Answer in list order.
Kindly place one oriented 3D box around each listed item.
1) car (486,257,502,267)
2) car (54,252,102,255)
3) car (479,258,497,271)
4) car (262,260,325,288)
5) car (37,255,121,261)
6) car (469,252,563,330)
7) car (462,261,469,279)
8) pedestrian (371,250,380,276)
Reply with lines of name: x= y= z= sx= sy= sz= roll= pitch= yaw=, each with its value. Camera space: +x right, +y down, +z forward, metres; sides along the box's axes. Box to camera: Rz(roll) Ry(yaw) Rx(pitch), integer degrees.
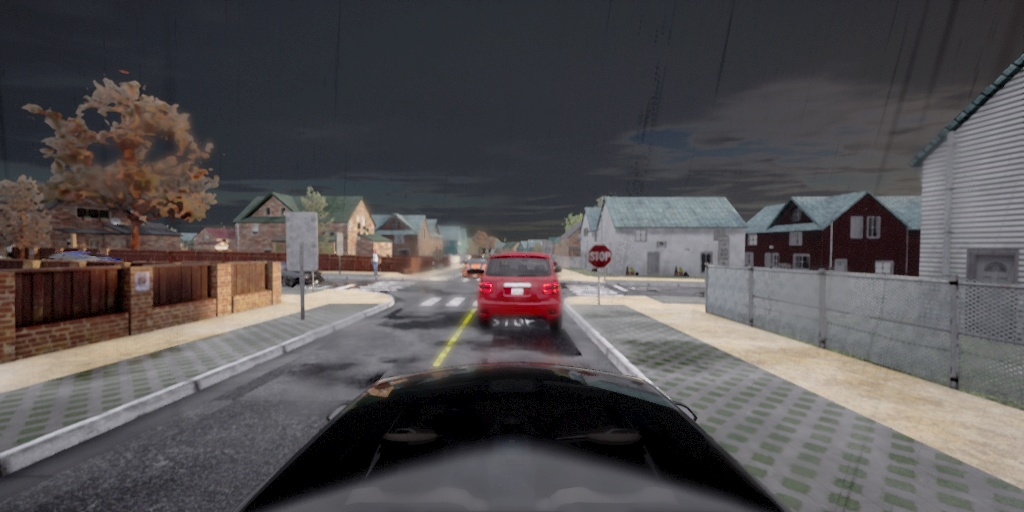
car: x=-2.659 y=0.898 z=53.591 sx=2.033 sy=1.411 sz=5.357 roll=0 pitch=0 yaw=1
car: x=-27.913 y=0.488 z=22.803 sx=5.008 sy=1.535 sz=1.882 roll=1 pitch=2 yaw=1
car: x=-2.733 y=0.951 z=41.829 sx=1.837 sy=1.490 sz=4.892 roll=0 pitch=0 yaw=0
car: x=-13.221 y=0.950 z=19.547 sx=5.357 sy=1.411 sz=2.033 roll=1 pitch=2 yaw=3
car: x=-23.209 y=0.797 z=19.768 sx=4.718 sy=1.301 sz=1.895 roll=1 pitch=2 yaw=1
car: x=0.368 y=0.901 z=11.054 sx=2.150 sy=2.045 sz=5.566 roll=0 pitch=1 yaw=5
car: x=-2.774 y=0.892 z=29.383 sx=2.097 sy=1.767 sz=4.553 roll=0 pitch=0 yaw=0
pedestrian: x=-9.619 y=0.438 z=25.362 sx=0.375 sy=1.860 sz=0.375 roll=0 pitch=1 yaw=1
